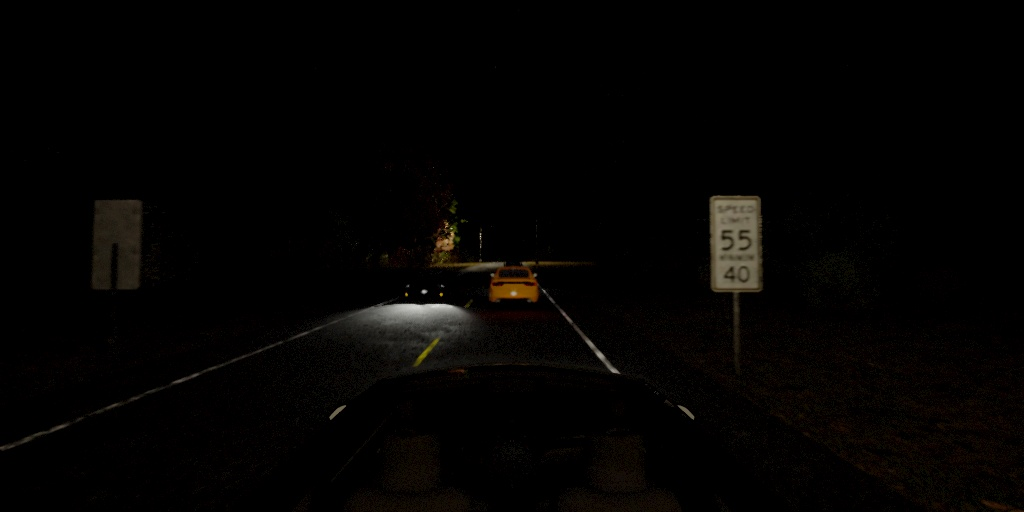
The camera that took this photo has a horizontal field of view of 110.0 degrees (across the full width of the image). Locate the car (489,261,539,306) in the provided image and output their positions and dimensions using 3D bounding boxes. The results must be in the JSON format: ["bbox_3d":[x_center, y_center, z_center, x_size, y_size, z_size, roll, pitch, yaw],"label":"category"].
[{"bbox_3d":[0.076,1.165,15.315,1.882,1.535,5.008,0,1,0],"label":"car"}]

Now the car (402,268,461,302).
[{"bbox_3d":[-3.553,1.248,16.515,1.994,1.385,4.181,0,0,1],"label":"car"}]
